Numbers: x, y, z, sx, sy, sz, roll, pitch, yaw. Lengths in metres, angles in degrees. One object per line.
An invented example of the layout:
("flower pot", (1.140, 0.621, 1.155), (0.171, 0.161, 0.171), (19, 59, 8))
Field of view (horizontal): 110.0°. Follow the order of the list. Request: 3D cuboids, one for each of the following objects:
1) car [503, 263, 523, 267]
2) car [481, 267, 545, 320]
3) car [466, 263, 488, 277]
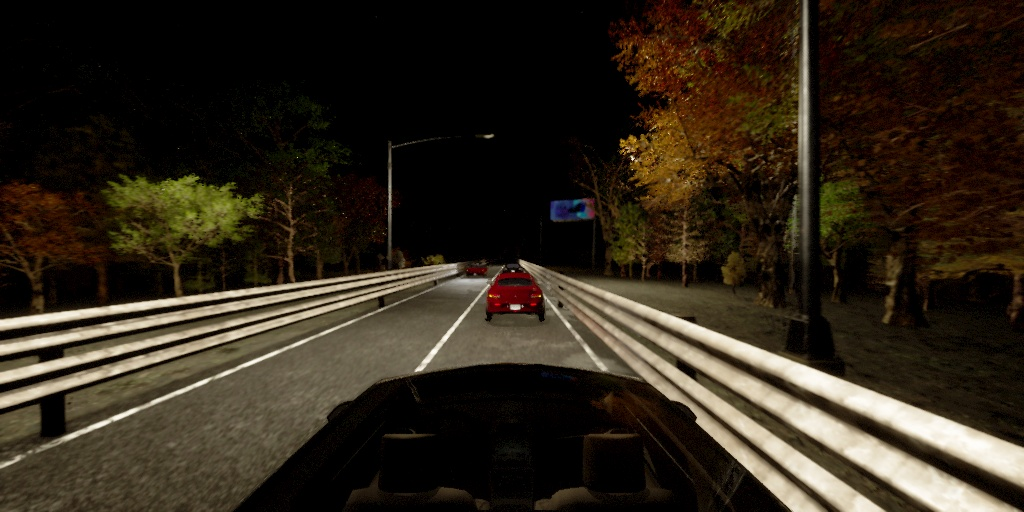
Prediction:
("car", (0.078, 1.342, 34.726), (1.994, 1.385, 4.181), (0, 0, 0))
("car", (0.096, 1.283, 12.460), (1.812, 1.442, 4.674), (0, 0, 0))
("car", (-3.367, 1.379, 34.875), (1.895, 1.301, 4.718), (0, 0, 0))
